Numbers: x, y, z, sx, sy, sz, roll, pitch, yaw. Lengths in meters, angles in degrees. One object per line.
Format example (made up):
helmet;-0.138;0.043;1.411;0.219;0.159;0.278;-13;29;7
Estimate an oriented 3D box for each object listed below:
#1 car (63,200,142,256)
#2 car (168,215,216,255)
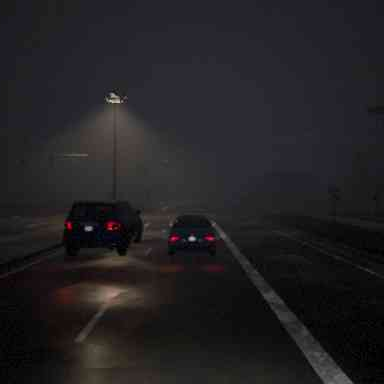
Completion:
car;-3.496;1.348;13.945;2.150;2.045;5.566;0;0;0
car;0.005;1.679;13.911;2.033;1.411;5.357;0;-1;0
